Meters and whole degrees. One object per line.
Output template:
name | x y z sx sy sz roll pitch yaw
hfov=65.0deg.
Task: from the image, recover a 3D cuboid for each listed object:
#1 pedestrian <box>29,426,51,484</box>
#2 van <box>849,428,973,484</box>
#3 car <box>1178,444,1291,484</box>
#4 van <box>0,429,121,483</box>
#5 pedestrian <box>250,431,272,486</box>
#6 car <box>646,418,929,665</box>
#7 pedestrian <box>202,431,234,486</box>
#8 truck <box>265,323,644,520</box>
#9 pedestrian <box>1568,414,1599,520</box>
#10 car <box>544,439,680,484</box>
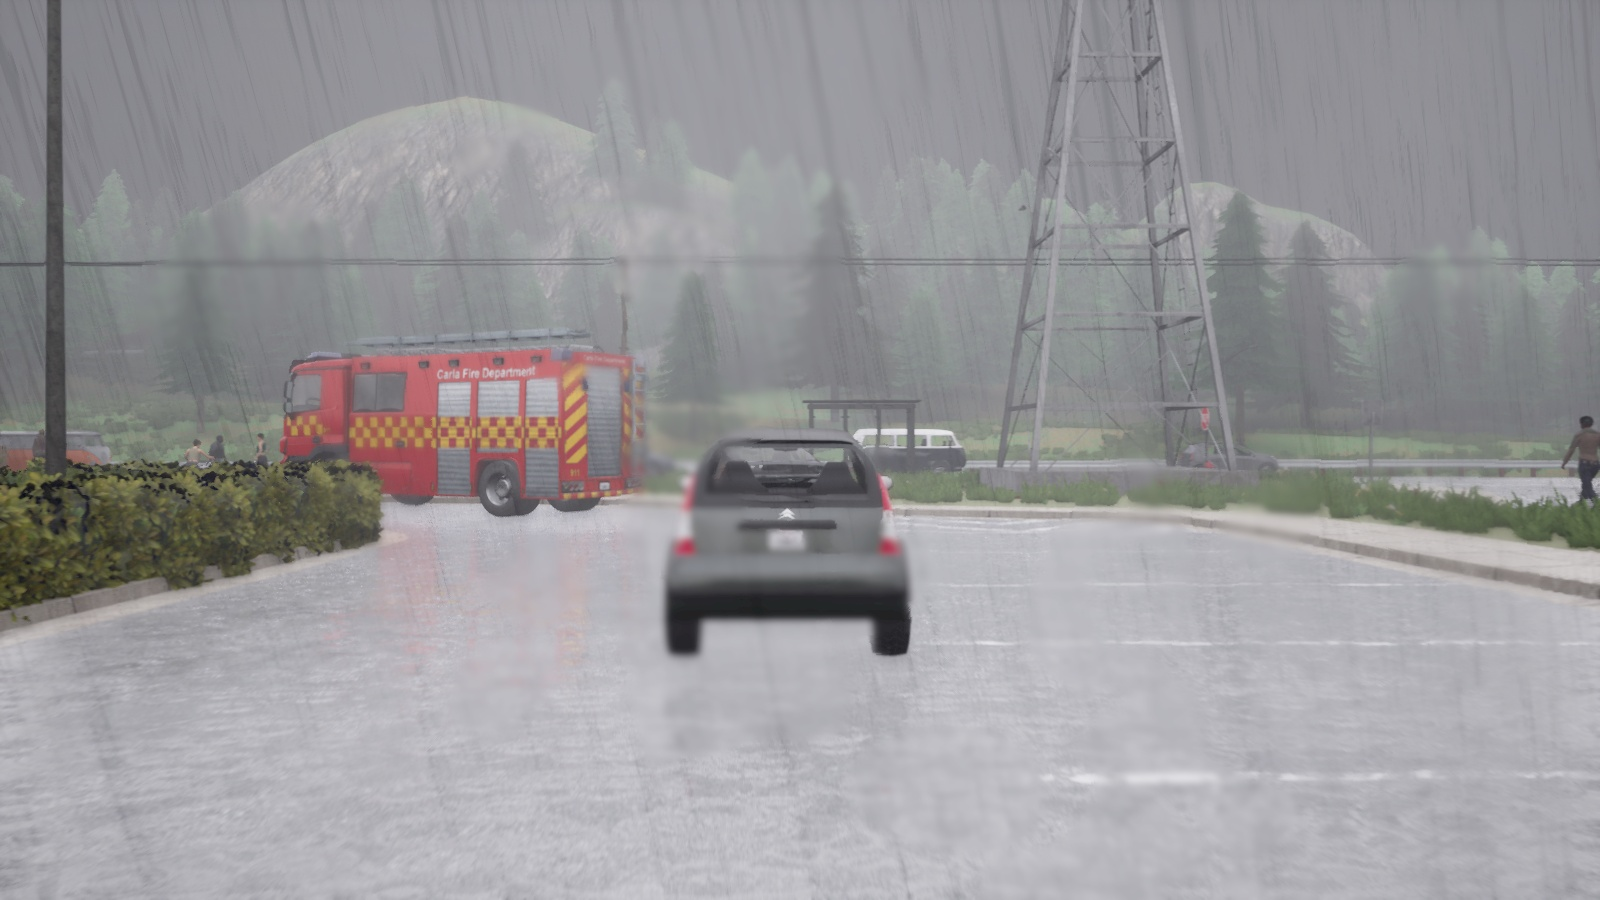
pedestrian | -24.467 0.164 40.428 0.331 1.846 0.634 0 0 -3
van | 4.126 0.217 47.357 4.480 2.038 2.069 0 0 0
car | 16.358 0.513 47.379 3.633 1.501 1.845 0 0 0
van | -28.182 0.220 47.159 4.442 1.987 1.775 0 0 4
pedestrian | -18.087 0.289 42.138 0.594 1.836 0.345 0 0 9
car | -0.103 0.588 10.215 1.851 1.617 3.988 0 0 -1
pedestrian | -19.821 0.284 42.772 0.849 1.883 0.563 0 0 -10
truck | -7.741 -0.575 27.718 8.468 3.827 2.891 0 0 29
pedestrian | 13.718 0.292 21.773 0.328 1.805 0.869 0 0 5
car | -7.033 0.413 47.363 4.856 1.649 2.033 0 0 -3
